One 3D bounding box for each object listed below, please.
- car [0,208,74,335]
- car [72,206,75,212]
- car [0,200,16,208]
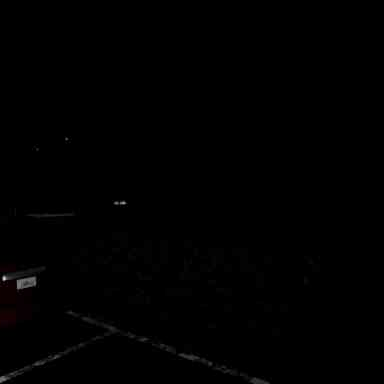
[{"bbox_3d":[-4.171,1.316,5.927,5.009,1.841,2.192,0,-1,36],"label":"car"},{"bbox_3d":[-11.516,1.846,38.890,1.895,1.301,4.718,-1,-1,36],"label":"car"},{"bbox_3d":[-18.271,1.502,29.784,2.097,1.767,4.553,-1,-1,37],"label":"car"}]
